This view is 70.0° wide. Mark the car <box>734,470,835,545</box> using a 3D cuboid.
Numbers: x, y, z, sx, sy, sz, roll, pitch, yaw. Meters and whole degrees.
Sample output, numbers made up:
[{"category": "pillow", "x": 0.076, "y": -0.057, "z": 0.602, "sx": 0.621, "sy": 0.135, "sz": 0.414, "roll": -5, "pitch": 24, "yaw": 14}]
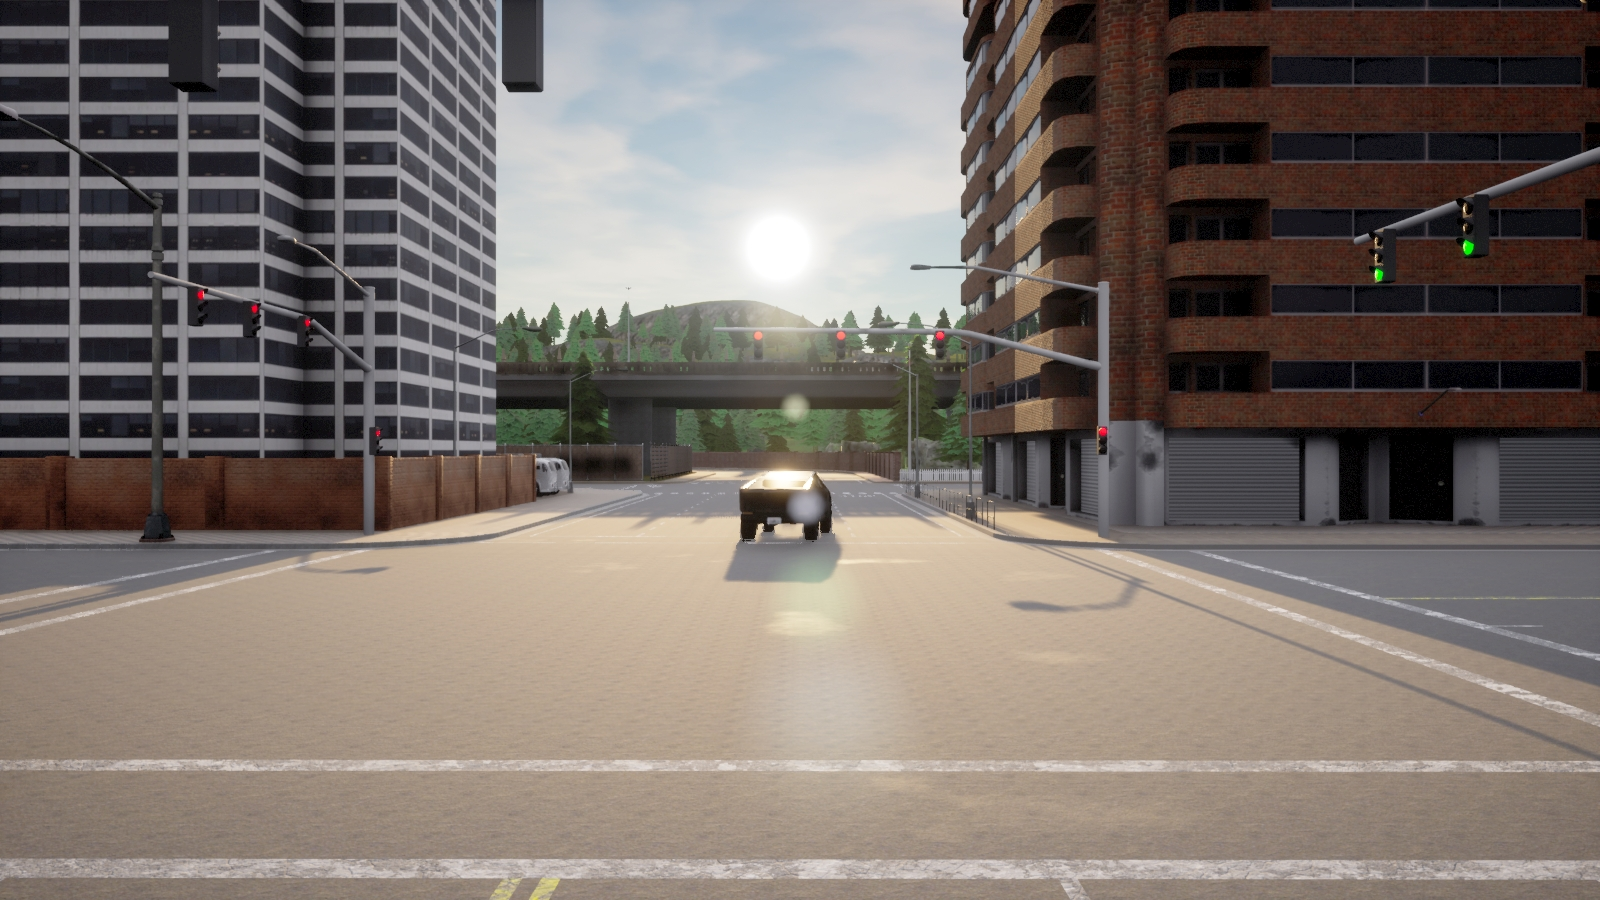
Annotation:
[{"category": "car", "x": -0.365, "y": 1.751, "z": 36.969, "sx": 2.390, "sy": 2.098, "sz": 6.274, "roll": 0, "pitch": 0, "yaw": 7}]
